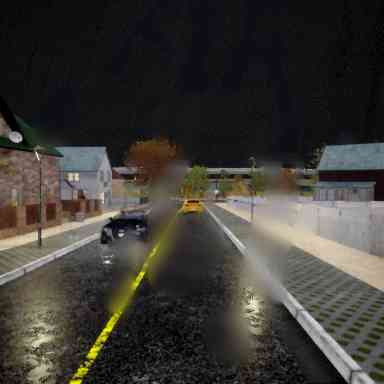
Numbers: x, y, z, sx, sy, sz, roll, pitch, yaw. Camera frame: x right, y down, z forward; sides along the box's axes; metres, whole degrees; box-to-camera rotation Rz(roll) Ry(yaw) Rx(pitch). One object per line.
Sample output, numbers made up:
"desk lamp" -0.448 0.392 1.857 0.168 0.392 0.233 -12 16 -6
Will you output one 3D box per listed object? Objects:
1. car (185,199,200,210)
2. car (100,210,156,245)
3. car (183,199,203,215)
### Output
"car" 0.123 1.602 44.530 1.895 1.301 4.718 0 0 0
"car" -2.840 1.557 15.447 1.994 1.385 4.181 0 0 0
"car" 0.118 1.471 33.997 1.882 1.535 5.008 0 0 0
